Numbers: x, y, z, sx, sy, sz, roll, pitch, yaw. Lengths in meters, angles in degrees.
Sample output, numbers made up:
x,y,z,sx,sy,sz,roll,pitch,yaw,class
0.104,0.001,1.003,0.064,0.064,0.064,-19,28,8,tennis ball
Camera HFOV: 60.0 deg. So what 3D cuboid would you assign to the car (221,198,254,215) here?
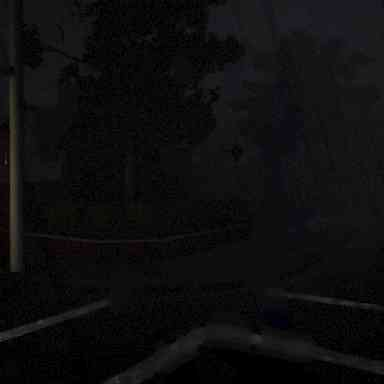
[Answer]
x,y,z,sx,sy,sz,roll,pitch,yaw,class
3.545,1.294,29.503,3.806,1.475,1.970,-1,0,36,car
